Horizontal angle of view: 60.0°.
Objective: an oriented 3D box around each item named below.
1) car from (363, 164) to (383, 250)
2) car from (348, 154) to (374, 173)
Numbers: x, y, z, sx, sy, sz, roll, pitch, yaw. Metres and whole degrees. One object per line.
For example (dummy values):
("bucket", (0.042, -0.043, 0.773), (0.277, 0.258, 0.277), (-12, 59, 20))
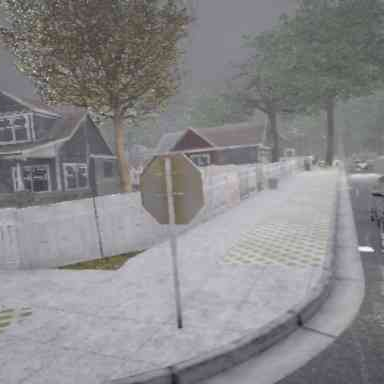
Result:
("car", (5.400, 0.238, 7.929), (1.882, 1.535, 5.008), (-3, 6, 24))
("car", (15.658, -2.707, 30.879), (2.128, 1.511, 4.902), (-3, 6, 24))
